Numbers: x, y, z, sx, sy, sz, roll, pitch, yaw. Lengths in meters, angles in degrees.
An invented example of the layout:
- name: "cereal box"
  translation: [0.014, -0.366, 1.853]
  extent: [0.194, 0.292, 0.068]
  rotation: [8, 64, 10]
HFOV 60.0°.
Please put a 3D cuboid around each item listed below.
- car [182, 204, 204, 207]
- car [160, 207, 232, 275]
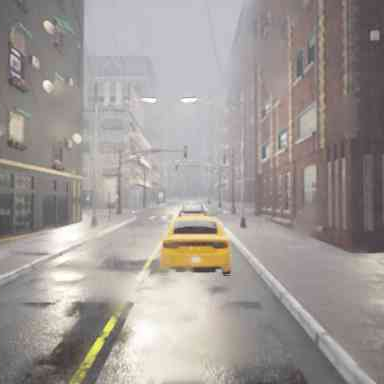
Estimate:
- name: "car"
  translation: [0.090, 1.490, 21.700]
  extent: [2.128, 1.511, 4.902]
  rotation: [0, 0, 2]
- name: "car"
  translation: [0.099, 1.474, 10.482]
  extent: [1.882, 1.535, 5.008]
  rotation: [0, 0, 0]
